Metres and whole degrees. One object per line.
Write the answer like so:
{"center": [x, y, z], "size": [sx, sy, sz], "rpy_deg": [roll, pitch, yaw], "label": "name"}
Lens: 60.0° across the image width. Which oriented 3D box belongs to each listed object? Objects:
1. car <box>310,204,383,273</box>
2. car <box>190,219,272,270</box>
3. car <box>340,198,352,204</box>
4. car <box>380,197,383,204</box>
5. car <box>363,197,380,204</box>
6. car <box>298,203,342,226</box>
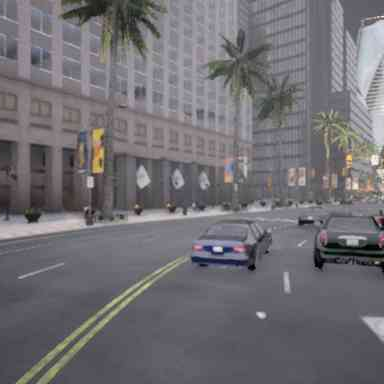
{"center": [5.286, 1.446, 11.300], "size": [2.097, 1.767, 4.553], "rpy_deg": [0, -1, 22], "label": "car"}
{"center": [1.572, 1.645, 11.546], "size": [2.033, 1.411, 5.357], "rpy_deg": [0, 0, 20], "label": "car"}
{"center": [34.383, 2.132, 74.185], "size": [2.161, 1.482, 4.786], "rpy_deg": [0, -1, 37], "label": "car"}
{"center": [47.068, 2.142, 79.749], "size": [1.882, 1.535, 5.008], "rpy_deg": [0, -1, 38], "label": "car"}
{"center": [44.262, 2.207, 81.841], "size": [2.128, 1.511, 4.902], "rpy_deg": [0, -1, 38], "label": "car"}
{"center": [9.416, 1.771, 24.628], "size": [1.994, 1.385, 4.181], "rpy_deg": [0, -1, 38], "label": "car"}
